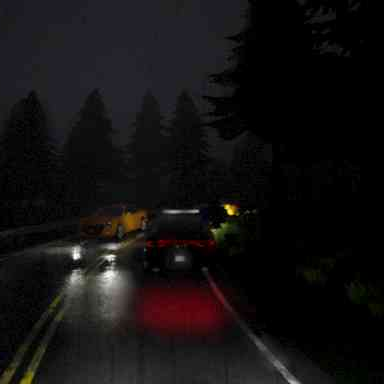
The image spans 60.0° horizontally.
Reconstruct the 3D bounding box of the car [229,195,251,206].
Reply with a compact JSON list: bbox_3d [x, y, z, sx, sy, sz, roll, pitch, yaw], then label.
[{"bbox_3d":[3.121,0.999,24.594,1.801,1.575,5.366,-3,0,28],"label":"car"}]

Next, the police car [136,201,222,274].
[{"bbox_3d":[-0.338,1.310,10.379,1.930,1.638,5.238,-1,1,-1],"label":"police car"}]

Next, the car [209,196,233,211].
[{"bbox_3d":[0.906,1.227,19.344,1.812,1.442,4.674,-2,1,17],"label":"car"}]

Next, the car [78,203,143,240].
[{"bbox_3d":[-3.797,1.350,16.566,1.882,1.535,5.008,-2,0,11],"label":"car"}]
